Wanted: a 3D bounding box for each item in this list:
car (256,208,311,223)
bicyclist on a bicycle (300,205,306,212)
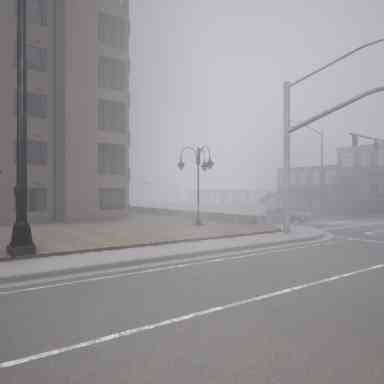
[{"bbox_3d":[8.071,2.078,29.630,1.895,1.301,4.718,0,-4,-36],"label":"car"},{"bbox_3d":[13.549,2.464,40.681,1.656,1.620,0.582,0,-8,-35],"label":"bicyclist on a bicycle"}]
